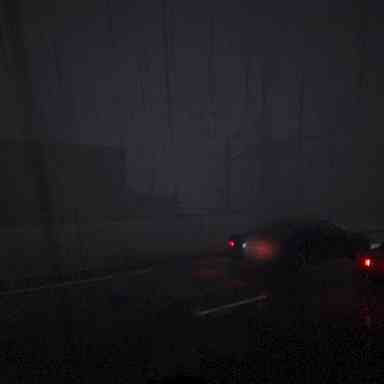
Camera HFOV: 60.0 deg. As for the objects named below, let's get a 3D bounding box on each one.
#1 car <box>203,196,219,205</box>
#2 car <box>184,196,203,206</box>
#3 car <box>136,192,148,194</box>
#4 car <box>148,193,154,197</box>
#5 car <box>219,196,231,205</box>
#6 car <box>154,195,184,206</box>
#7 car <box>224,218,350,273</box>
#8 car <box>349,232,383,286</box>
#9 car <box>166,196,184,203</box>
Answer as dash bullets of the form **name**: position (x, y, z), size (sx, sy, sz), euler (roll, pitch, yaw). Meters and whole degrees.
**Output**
- **car**: position (1.969, 1.456, 58.465), size (1.882, 1.535, 5.008), euler (0, 0, -36)
- **car**: position (-0.835, 1.472, 56.358), size (2.128, 1.511, 4.902), euler (0, 0, -36)
- **car**: position (-12.467, 0.903, 84.347), size (2.150, 2.045, 5.566), euler (0, 0, -36)
- **car**: position (-6.956, 1.456, 70.844), size (1.882, 1.535, 5.008), euler (0, 0, -36)
- **car**: position (5.022, 1.454, 60.224), size (1.882, 1.535, 5.008), euler (0, 1, -36)
- **car**: position (-3.787, 1.335, 54.463), size (2.097, 1.767, 4.553), euler (0, 0, -36)
- **car**: position (3.534, 1.542, 10.615), size (5.357, 1.411, 2.033), euler (0, 0, -35)
- **car**: position (6.107, 1.595, 8.144), size (4.718, 1.301, 1.895), euler (0, 0, -35)
- **car**: position (-3.706, 1.529, 72.328), size (1.994, 1.385, 4.181), euler (0, 0, -36)
